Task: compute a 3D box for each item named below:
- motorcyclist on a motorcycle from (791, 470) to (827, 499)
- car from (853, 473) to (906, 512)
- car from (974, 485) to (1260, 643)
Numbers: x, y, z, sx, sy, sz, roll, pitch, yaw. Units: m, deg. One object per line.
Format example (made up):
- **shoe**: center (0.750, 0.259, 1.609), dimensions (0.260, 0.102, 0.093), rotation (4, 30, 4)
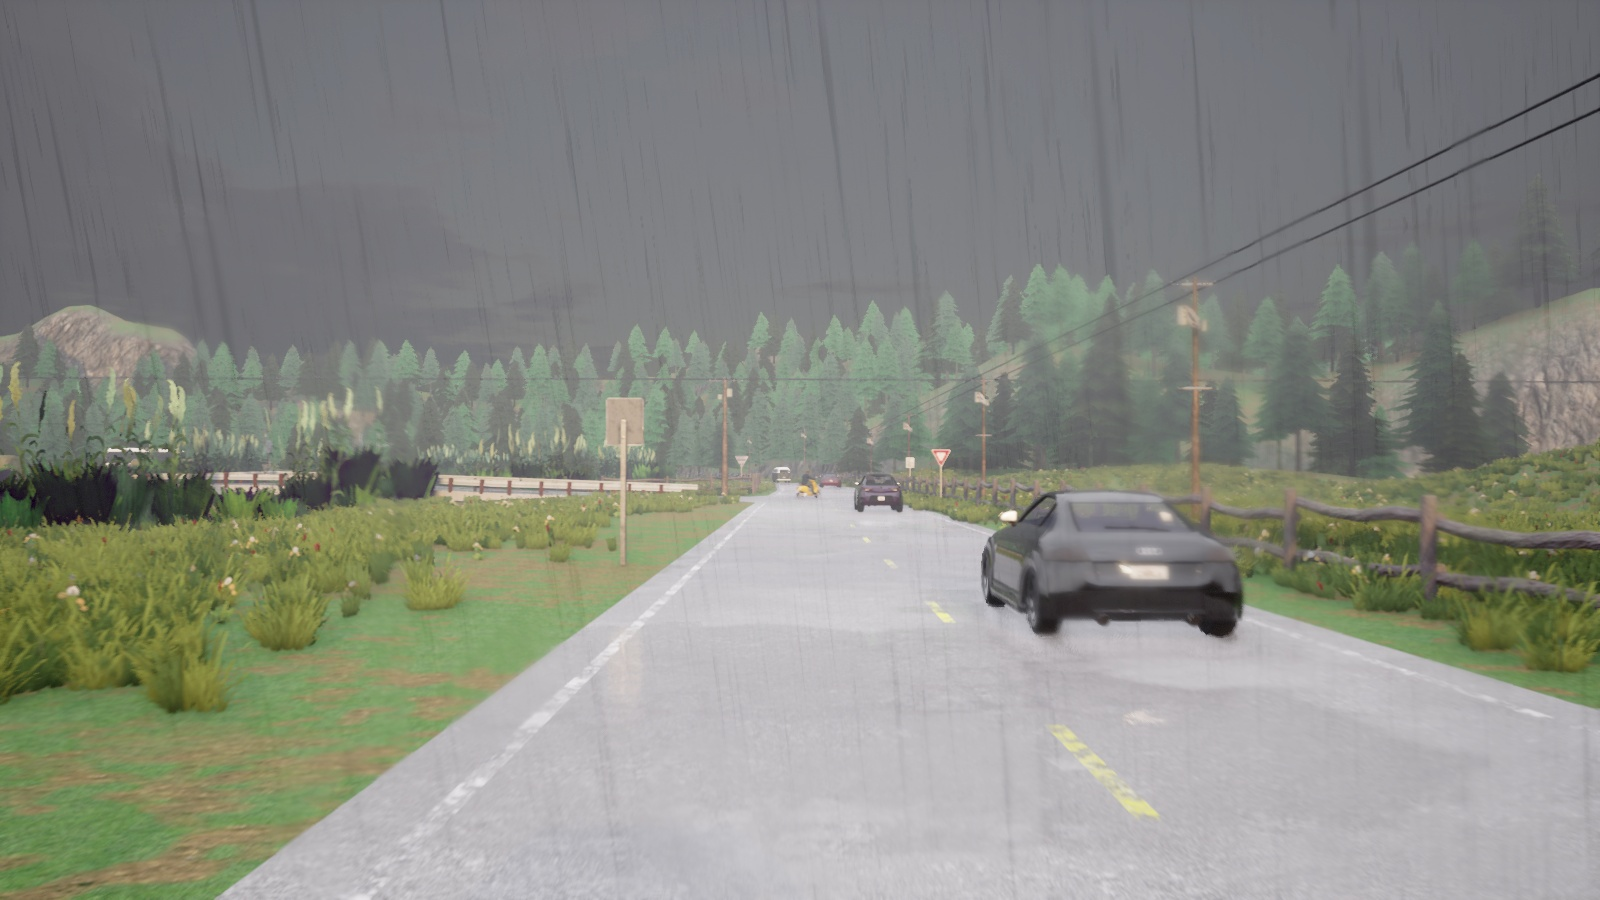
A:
- **motorcyclist on a motorcycle**: center (0.514, 1.918, 70.028), dimensions (1.817, 1.590, 0.866), rotation (0, -3, -41)
- **car**: center (3.080, 1.647, 49.613), dimensions (1.816, 1.474, 4.193), rotation (0, -1, 0)
- **car**: center (3.167, 1.092, 13.484), dimensions (1.994, 1.385, 4.181), rotation (0, -1, 0)
